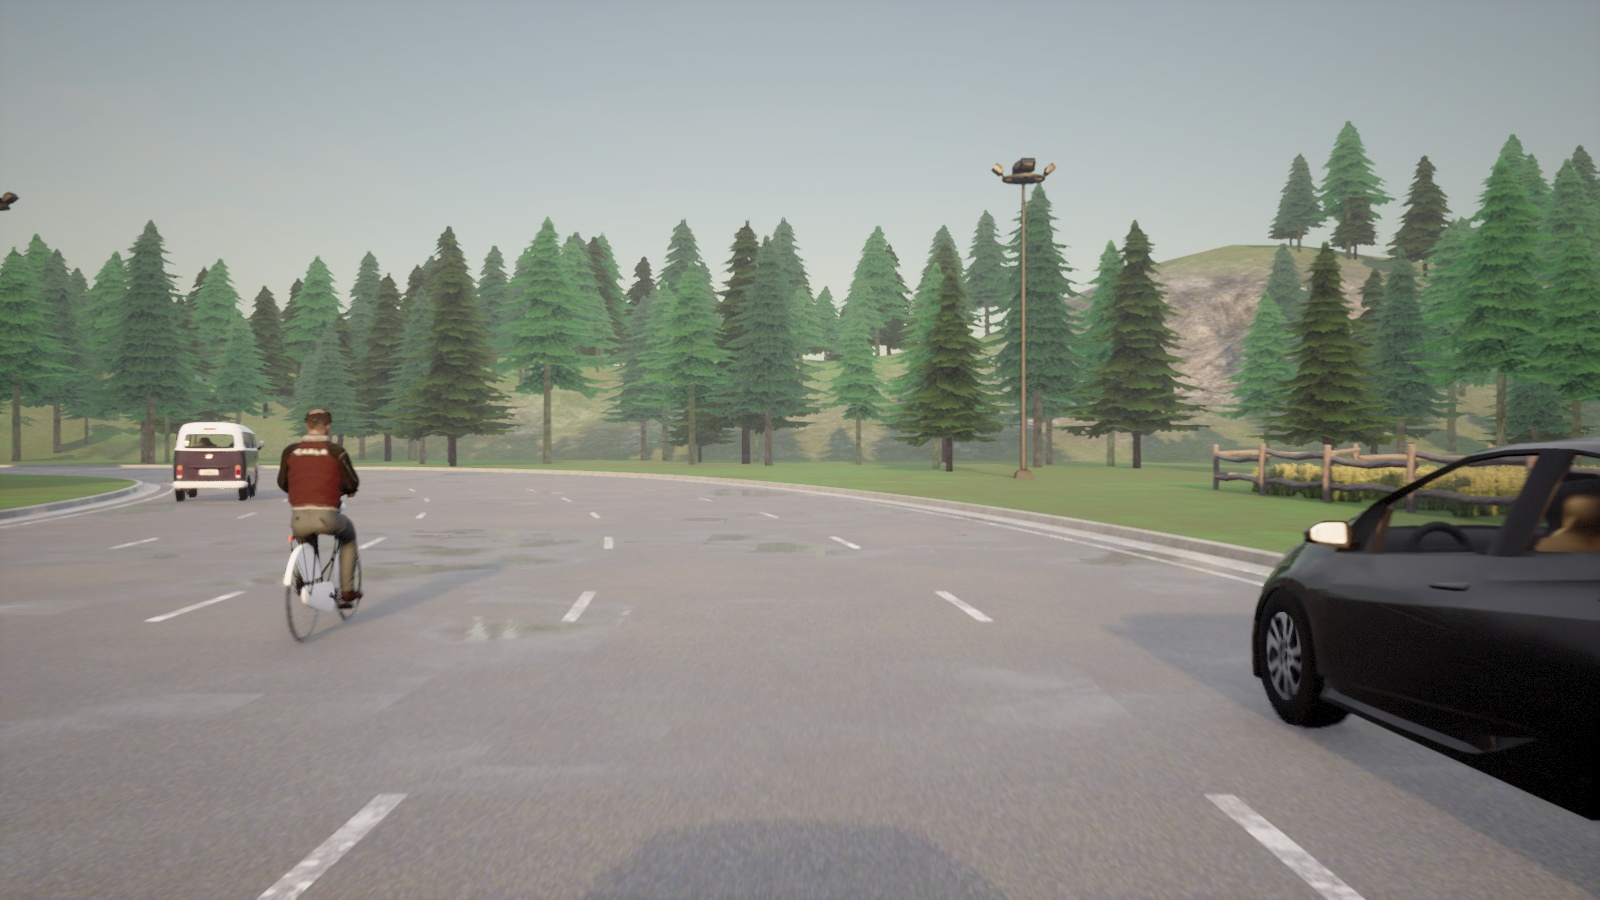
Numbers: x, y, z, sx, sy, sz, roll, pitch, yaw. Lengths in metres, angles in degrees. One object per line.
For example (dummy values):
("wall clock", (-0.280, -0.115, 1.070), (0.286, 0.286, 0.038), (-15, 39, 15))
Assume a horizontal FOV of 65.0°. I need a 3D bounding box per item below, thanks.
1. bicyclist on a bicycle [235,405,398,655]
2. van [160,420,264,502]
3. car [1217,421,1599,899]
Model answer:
("bicyclist on a bicycle", (-3.732, 0.559, 9.850), (0.659, 1.776, 1.843), (0, 1, -4))
("van", (-15.680, 0.268, 33.711), (2.069, 2.038, 4.480), (0, 0, -19))
("car", (3.485, 0.667, 5.108), (2.007, 1.525, 4.514), (0, 0, -1))
